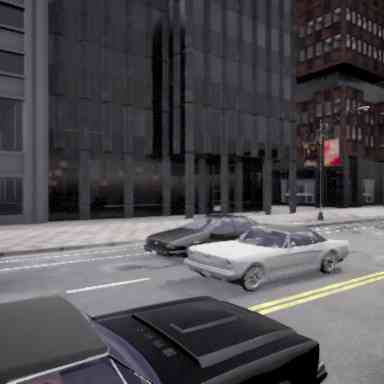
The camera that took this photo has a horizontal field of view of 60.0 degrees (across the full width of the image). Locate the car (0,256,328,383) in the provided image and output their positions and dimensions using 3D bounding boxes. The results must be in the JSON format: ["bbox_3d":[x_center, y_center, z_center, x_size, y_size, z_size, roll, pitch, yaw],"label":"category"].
[{"bbox_3d":[-1.041,1.601,2.634,4.718,1.301,1.895,0,0,-35],"label":"car"}]

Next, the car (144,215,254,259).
[{"bbox_3d":[0.978,1.551,12.178,5.357,1.411,2.033,0,0,-35],"label":"car"}]

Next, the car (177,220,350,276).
[{"bbox_3d":[2.157,1.604,9.040,4.718,1.301,1.895,0,0,-35],"label":"car"}]
